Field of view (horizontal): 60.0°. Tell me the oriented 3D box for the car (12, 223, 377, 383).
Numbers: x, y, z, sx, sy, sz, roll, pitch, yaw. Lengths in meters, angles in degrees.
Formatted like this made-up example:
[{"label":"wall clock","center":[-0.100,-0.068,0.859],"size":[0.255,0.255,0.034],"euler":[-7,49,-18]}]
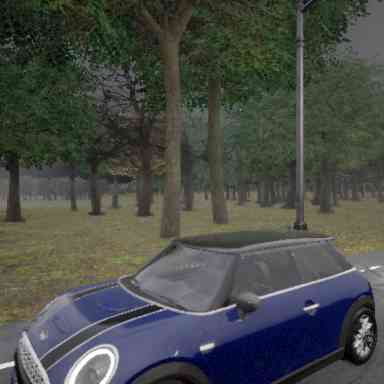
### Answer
[{"label":"car","center":[0.319,1.350,4.213],"size":[4.553,1.767,2.097],"euler":[0,0,-35]}]
